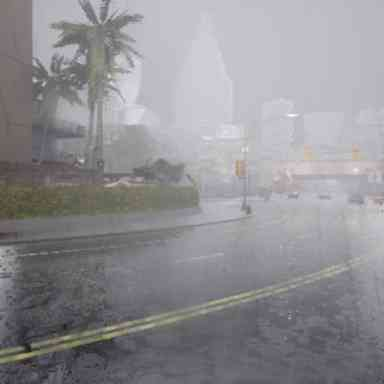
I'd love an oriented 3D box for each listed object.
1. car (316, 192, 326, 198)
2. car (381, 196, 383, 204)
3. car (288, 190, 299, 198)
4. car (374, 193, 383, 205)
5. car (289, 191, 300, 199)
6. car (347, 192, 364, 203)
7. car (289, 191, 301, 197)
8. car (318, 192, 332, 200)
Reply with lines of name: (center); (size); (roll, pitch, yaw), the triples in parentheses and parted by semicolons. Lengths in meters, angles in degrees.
car: (34.146, 0.657, 88.104); (2.128, 1.511, 4.902); (1, 1, 18)
car: (17.310, 1.014, 26.952); (2.150, 2.045, 5.566); (1, 1, 20)
car: (23.815, 0.530, 77.844); (2.185, 1.767, 4.553); (1, 1, 18)
car: (28.725, 0.948, 49.551); (2.097, 1.767, 4.553); (1, 1, 19)
car: (21.907, 0.720, 71.709); (2.097, 1.535, 5.008); (1, 1, 18)
car: (26.532, 1.081, 54.029); (1.994, 1.385, 4.181); (1, 1, 19)
car: (27.266, 0.553, 88.053); (2.231, 1.521, 4.892); (1, 1, 28)
car: (27.649, 0.810, 68.701); (1.882, 1.535, 5.008); (1, 1, 18)
